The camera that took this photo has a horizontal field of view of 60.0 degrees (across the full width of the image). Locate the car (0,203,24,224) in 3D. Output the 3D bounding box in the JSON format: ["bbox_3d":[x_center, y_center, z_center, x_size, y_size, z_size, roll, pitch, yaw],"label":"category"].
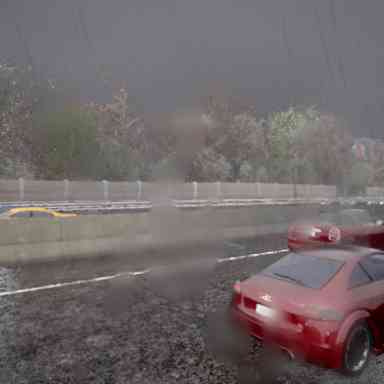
[{"bbox_3d":[-14.651,1.530,23.597,4.674,1.442,1.812,0,0,-36],"label":"car"}]

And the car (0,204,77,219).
[{"bbox_3d":[-7.944,1.482,15.521,5.008,1.535,1.882,0,0,-35],"label":"car"}]

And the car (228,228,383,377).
[{"bbox_3d":[2.622,1.572,5.611,4.181,1.385,1.994,0,0,-35],"label":"car"}]

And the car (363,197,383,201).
[{"bbox_3d":[24.592,1.439,42.968,4.553,1.767,2.097,0,0,-35],"label":"car"}]

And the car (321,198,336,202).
[{"bbox_3d":[20.646,1.581,48.745,4.902,1.511,2.128,0,0,-35],"label":"car"}]

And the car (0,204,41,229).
[{"bbox_3d":[-12.252,1.530,21.048,4.674,1.442,1.812,0,0,-35],"label":"car"}]

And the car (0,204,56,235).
[{"bbox_3d":[-10.267,1.482,18.164,5.008,1.535,1.882,0,0,-35],"label":"car"}]

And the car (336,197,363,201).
[{"bbox_3d":[22.346,1.439,45.663,4.553,1.767,2.097,0,0,-35],"label":"car"}]

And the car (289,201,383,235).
[{"bbox_3d":[5.589,1.371,12.030,4.553,1.767,2.097,0,0,-35],"label":"car"}]
